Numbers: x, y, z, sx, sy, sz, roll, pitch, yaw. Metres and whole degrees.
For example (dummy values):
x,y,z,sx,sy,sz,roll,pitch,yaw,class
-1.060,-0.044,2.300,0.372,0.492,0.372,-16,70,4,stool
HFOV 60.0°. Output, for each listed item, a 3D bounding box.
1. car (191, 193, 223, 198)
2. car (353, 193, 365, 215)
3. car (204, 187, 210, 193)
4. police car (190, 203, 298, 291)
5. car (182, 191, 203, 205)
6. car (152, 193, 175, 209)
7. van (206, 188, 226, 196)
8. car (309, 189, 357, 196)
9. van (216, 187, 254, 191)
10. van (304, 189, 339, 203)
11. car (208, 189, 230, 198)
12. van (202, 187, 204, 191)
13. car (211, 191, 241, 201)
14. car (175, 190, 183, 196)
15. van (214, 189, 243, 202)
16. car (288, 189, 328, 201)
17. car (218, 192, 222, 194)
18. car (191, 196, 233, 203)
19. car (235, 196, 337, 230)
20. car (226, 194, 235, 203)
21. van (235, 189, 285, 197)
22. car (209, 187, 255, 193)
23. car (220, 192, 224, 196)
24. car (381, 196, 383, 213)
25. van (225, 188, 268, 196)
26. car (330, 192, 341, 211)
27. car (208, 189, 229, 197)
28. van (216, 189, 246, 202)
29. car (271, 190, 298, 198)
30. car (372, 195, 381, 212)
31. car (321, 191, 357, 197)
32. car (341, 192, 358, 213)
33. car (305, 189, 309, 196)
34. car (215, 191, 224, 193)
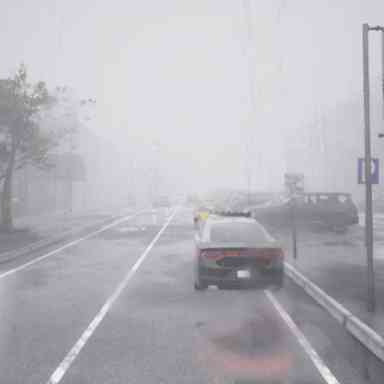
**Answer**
x,y,z,sx,sy,sz,roll,pitch,yaw,class
1.023,1.152,25.009,1.801,1.575,5.366,0,1,0,car
18.852,1.104,32.241,5.008,1.535,2.097,0,1,0,car
5.767,0.256,65.154,5.566,2.045,2.435,0,1,0,car
0.992,1.324,8.909,1.930,1.638,5.238,0,1,0,police car
0.099,0.937,45.238,2.033,1.411,5.357,0,1,0,car
-3.275,1.028,36.939,1.837,1.490,4.892,0,1,0,car
5.686,0.005,79.168,4.442,1.987,1.878,0,1,0,van
18.835,0.682,43.342,5.566,2.045,2.435,0,1,0,car
5.901,0.669,45.537,4.442,1.987,1.878,0,1,0,van
18.983,0.603,48.895,4.442,1.987,1.878,0,1,0,van
5.767,0.271,70.762,4.553,1.767,2.185,0,1,0,car
5.693,-0.216,90.379,4.442,1.987,1.878,0,1,0,van
5.784,0.675,56.751,4.892,1.521,2.231,0,1,0,car
-3.102,0.281,77.449,1.895,1.301,4.718,0,1,0,car
5.906,0.503,53.943,4.442,1.987,1.878,0,1,0,van
18.898,0.468,54.444,5.566,2.045,2.435,0,1,0,car
5.779,1.032,39.932,4.674,1.452,2.002,0,1,0,car
1.011,1.231,19.002,1.801,1.575,5.366,0,1,0,car
5.585,1.245,20.303,5.366,1.575,1.946,0,1,0,car
5.770,1.148,28.712,5.008,1.535,2.097,0,1,0,car
5.890,0.955,25.906,4.442,1.987,1.878,0,1,0,van
5.758,0.588,48.337,5.566,2.045,2.435,0,1,0,car
5.809,1.066,37.124,4.792,1.488,2.163,0,1,0,car
18.825,0.921,26.686,5.566,2.045,2.435,0,1,0,car
5.660,0.888,31.517,4.442,1.987,1.878,0,1,0,van
18.830,1.058,37.790,4.792,1.488,2.163,0,1,0,car
5.769,0.216,73.565,4.553,1.767,2.185,0,1,0,car
5.904,0.558,51.141,4.442,1.987,1.878,0,1,0,van
18.883,0.446,68.326,4.892,1.521,2.231,0,1,0,car
18.849,1.140,29.463,4.892,1.521,2.231,0,1,0,car
18.890,1.011,40.573,4.792,1.488,2.163,0,1,0,car
19.043,1.063,35.018,5.366,1.575,1.946,0,1,0,car
18.893,0.632,46.119,5.566,2.045,2.435,0,1,0,car
5.789,0.944,42.734,4.892,1.521,2.231,0,1,0,car
